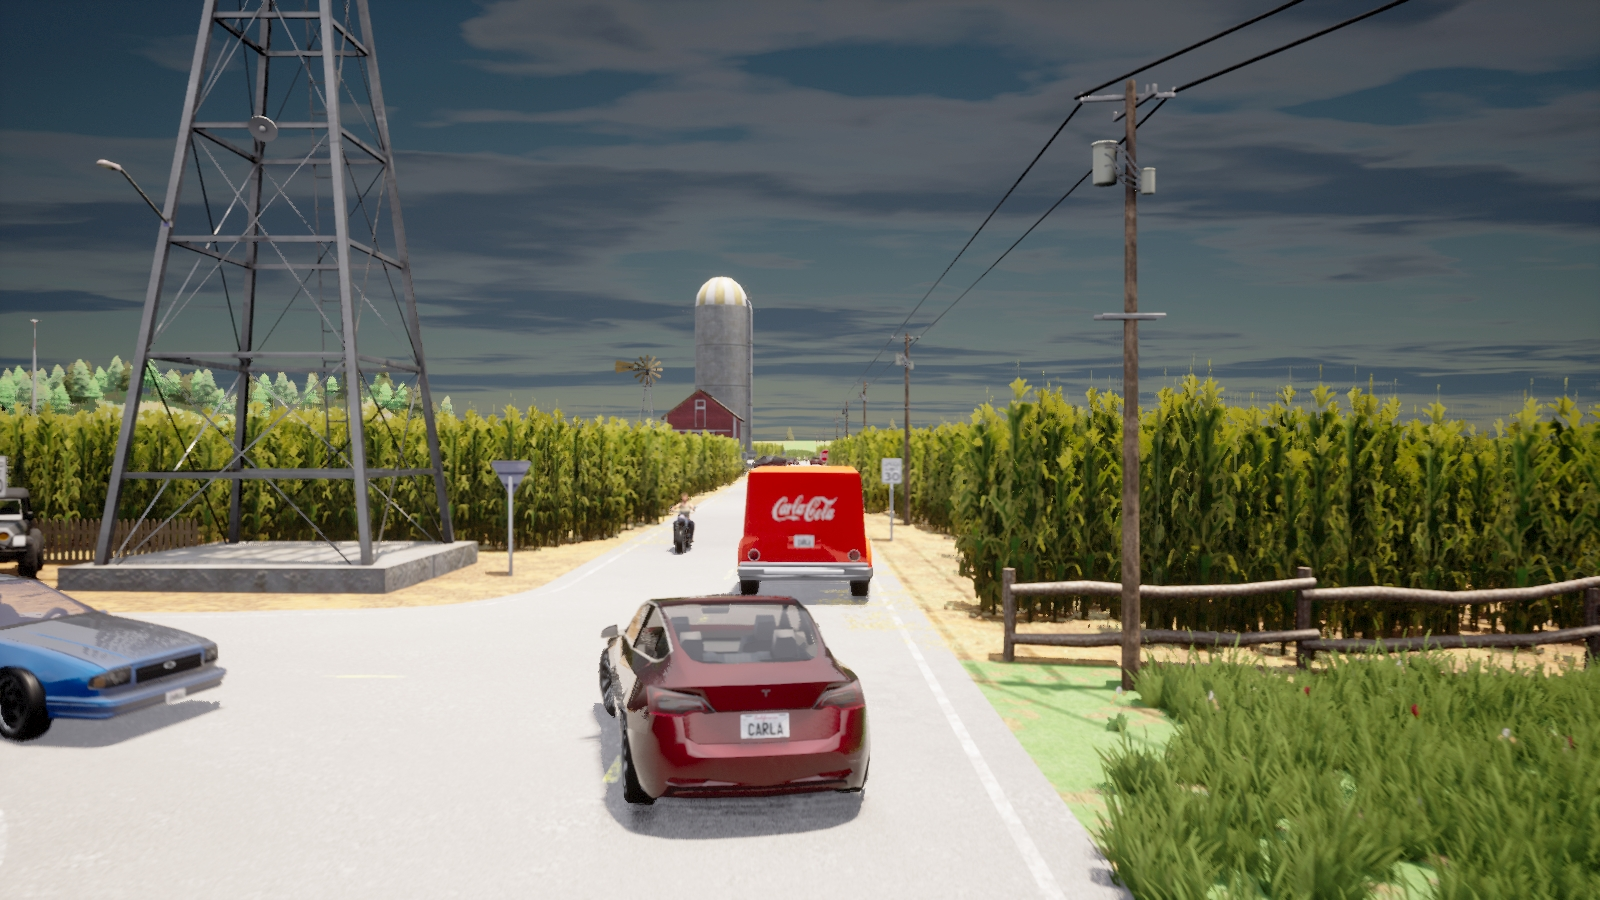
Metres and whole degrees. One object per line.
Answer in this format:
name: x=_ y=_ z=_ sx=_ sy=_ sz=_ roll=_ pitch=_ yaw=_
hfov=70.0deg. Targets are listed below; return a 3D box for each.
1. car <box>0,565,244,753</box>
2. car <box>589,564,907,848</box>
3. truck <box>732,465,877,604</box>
car: x=-8.871 y=2.000 z=11.847 sx=5.357 sy=1.411 sz=2.033 roll=1 pitch=0 yaw=9
car: x=-0.777 y=2.051 z=10.570 sx=2.163 sy=1.488 sz=4.792 roll=1 pitch=0 yaw=-12
truck: x=0.095 y=1.568 z=23.343 sx=2.627 sy=2.467 sz=5.204 roll=0 pitch=0 yaw=0
